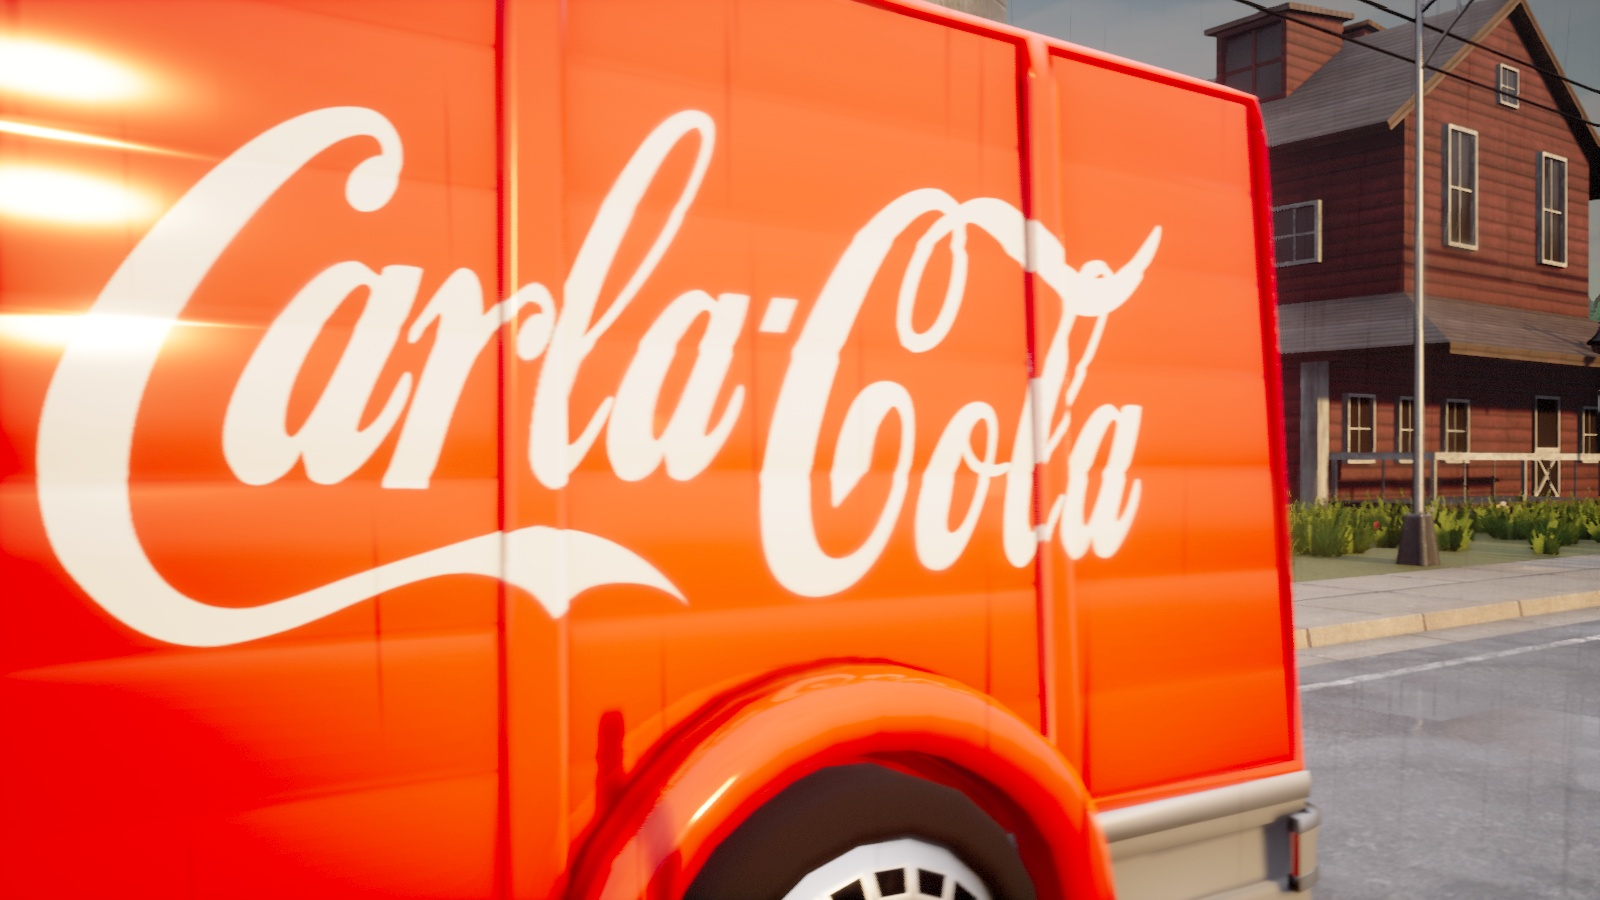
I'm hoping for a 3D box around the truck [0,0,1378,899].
[{"bbox_3d":[-1.562,0.268,2.536,5.204,2.467,2.627,0,0,-34],"label":"truck"}]
